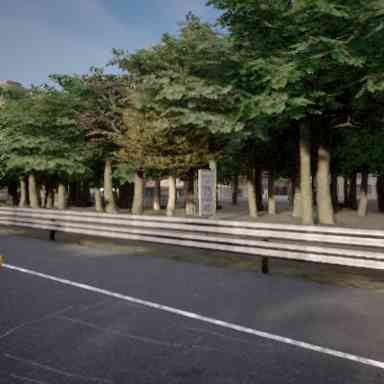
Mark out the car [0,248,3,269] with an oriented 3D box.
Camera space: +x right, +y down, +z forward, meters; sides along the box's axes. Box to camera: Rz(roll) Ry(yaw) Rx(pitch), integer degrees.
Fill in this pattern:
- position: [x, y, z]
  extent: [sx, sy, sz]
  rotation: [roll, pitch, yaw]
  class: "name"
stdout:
- position: [-7.158, 1.417, 9.005]
  extent: [5.366, 1.575, 1.801]
  rotation: [0, 0, 35]
  class: "car"
